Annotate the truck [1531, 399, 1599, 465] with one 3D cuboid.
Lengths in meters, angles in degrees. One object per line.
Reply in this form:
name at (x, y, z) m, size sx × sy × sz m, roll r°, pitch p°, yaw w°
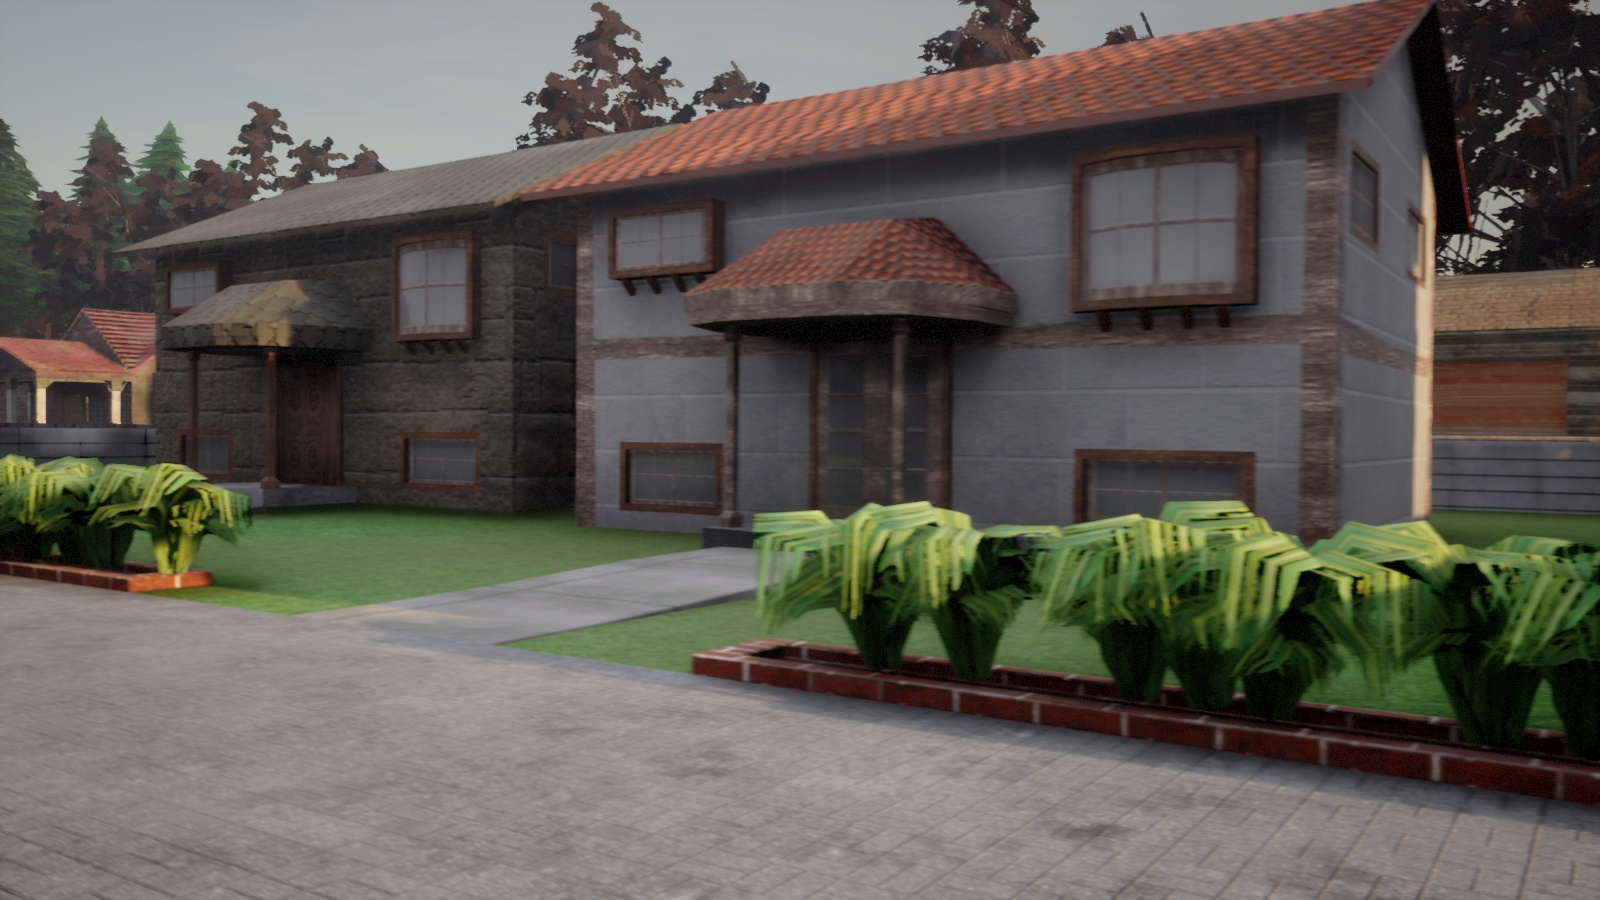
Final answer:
truck at (30.973, -0.689, 47.879) m, size 5.204 × 2.467 × 2.627 m, roll 0°, pitch 1°, yaw 34°
